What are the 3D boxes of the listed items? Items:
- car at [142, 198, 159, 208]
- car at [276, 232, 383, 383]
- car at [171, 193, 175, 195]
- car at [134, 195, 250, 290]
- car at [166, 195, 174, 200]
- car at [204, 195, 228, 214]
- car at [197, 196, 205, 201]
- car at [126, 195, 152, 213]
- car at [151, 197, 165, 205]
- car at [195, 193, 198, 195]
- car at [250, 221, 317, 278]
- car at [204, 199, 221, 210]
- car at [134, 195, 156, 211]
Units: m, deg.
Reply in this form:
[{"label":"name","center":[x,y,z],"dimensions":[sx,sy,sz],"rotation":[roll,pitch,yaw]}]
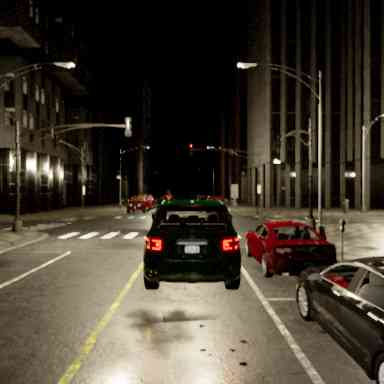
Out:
[{"label":"car","center":[-5.986,1.566,48.305],"dimensions":[1.947,1.339,4.313],"rotation":[0,0,0]},{"label":"car","center":[2.753,1.548,4.485],"dimensions":[2.008,1.369,4.403],"rotation":[0,0,0]},{"label":"car","center":[-6.179,1.374,87.811],"dimensions":[2.192,1.841,5.009],"rotation":[0,0,0]},{"label":"car","center":[0.001,1.217,9.217],"dimensions":[2.150,2.045,5.566],"rotation":[0,0,0]},{"label":"car","center":[-6.205,1.611,93.454],"dimensions":[1.887,1.381,4.507],"rotation":[0,0,0]},{"label":"car","center":[2.592,1.310,37.051],"dimensions":[2.192,1.841,5.009],"rotation":[0,0,0]},{"label":"car","center":[2.348,1.625,87.846],"dimensions":[1.947,1.339,4.313],"rotation":[0,0,0]},{"label":"car","center":[-5.933,1.310,37.020],"dimensions":[2.192,1.841,5.009],"rotation":[0,0,0]},{"label":"car","center":[-6.041,1.577,59.592],"dimensions":[1.947,1.339,4.313],"rotation":[0,0,0]},{"label":"car","center":[2.375,1.616,82.202],"dimensions":[1.947,1.339,4.313],"rotation":[0,0,0]},{"label":"car","center":[2.725,1.540,10.011],"dimensions":[1.887,1.381,4.507],"rotation":[0,0,0]},{"label":"car","center":[2.566,1.563,42.695],"dimensions":[1.947,1.339,4.313],"rotation":[0,0,0]},{"label":"car","center":[-5.960,1.312,42.663],"dimensions":[2.192,1.841,5.009],"rotation":[0,0,0]}]
